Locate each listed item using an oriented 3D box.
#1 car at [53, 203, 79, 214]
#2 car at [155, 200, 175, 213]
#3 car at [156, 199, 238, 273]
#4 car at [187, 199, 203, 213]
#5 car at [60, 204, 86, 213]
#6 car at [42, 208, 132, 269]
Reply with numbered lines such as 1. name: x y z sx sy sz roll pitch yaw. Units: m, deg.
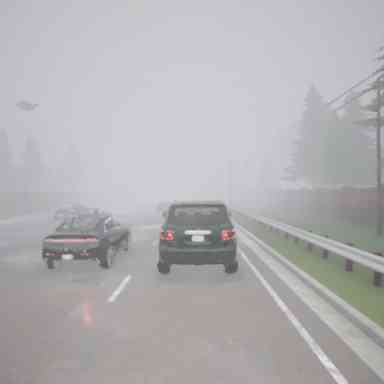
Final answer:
1. car: -10.195 1.646 28.288 1.812 1.442 4.674 0 0 0
2. car: -3.110 1.667 39.291 1.994 1.385 4.181 0 0 0
3. car: 0.169 1.246 10.945 2.150 2.045 5.566 0 0 0
4. car: 0.394 1.608 39.579 1.812 1.442 4.674 0 0 0
5. car: -6.741 1.688 22.078 1.895 1.301 4.718 0 0 0
6. car: -3.324 1.536 11.340 2.128 1.511 4.902 0 0 0
